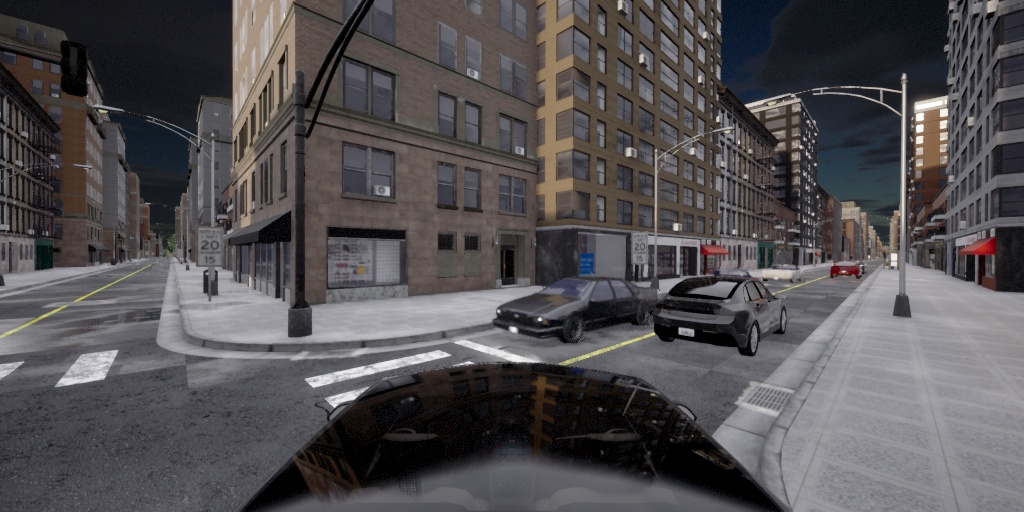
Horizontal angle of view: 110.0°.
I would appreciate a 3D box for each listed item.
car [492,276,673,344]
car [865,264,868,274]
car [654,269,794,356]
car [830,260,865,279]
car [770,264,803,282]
[{"bbox_3d":[2.056,1.269,9.798,5.357,1.411,2.033,0,0,-41],"label":"car"},{"bbox_3d":[37.629,1.194,39.458,4.902,1.511,2.128,0,0,-43],"label":"car"},{"bbox_3d":[5.174,1.242,8.695,4.892,1.490,1.837,0,0,-44],"label":"car"},{"bbox_3d":[30.069,1.180,32.236,5.008,1.535,1.882,0,0,-43],"label":"car"},{"bbox_3d":[20.516,1.295,27.169,4.718,1.301,1.895,0,0,-43],"label":"car"}]
